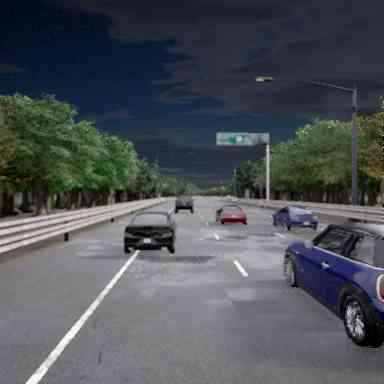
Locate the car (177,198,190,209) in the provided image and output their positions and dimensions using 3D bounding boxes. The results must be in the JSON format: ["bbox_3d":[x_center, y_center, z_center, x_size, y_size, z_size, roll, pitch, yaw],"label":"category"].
[{"bbox_3d":[-1.234,1.784,51.000,1.882,1.535,5.008,0,0,-1],"label":"car"}]

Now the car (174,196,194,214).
[{"bbox_3d":[-0.914,1.449,39.652,2.150,2.045,5.566,0,0,-1],"label":"car"}]

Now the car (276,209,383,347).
[{"bbox_3d":[3.396,1.390,6.555,2.097,1.767,4.553,0,0,-1],"label":"car"}]

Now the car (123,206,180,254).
[{"bbox_3d":[-1.602,1.549,13.954,1.882,1.535,5.008,0,0,-1],"label":"car"}]

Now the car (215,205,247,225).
[{"bbox_3d":[2.952,1.709,25.687,1.994,1.385,4.181,0,0,-1],"label":"car"}]

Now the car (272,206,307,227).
[{"bbox_3d":[6.539,1.650,21.413,1.812,1.442,4.674,0,0,-1],"label":"car"}]
